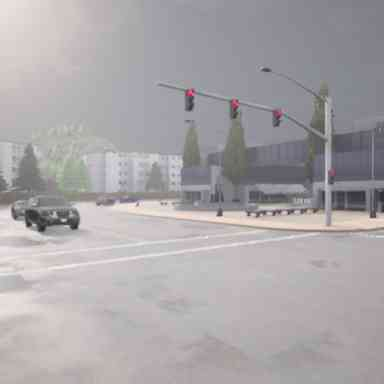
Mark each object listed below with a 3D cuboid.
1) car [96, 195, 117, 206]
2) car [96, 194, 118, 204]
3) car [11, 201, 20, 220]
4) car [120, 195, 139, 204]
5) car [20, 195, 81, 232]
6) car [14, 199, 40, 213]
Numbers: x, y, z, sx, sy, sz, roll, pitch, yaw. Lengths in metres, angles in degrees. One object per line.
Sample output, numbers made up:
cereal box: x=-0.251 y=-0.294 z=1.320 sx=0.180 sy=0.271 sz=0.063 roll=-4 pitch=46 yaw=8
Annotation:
car: x=-14.031 y=1.508 z=54.237 sx=2.033 sy=1.411 sz=5.357 roll=0 pitch=0 yaw=3
car: x=-16.137 y=1.306 z=63.231 sx=2.097 sy=1.767 sz=4.553 roll=0 pitch=0 yaw=15
car: x=-14.408 y=1.482 z=28.679 sx=2.128 sy=1.511 sz=4.902 roll=0 pitch=0 yaw=-31
car: x=-12.122 y=1.423 z=64.702 sx=1.882 sy=1.535 sz=5.008 roll=0 pitch=0 yaw=20
car: x=-8.715 y=1.212 z=20.516 sx=2.150 sy=2.045 sz=5.566 roll=0 pitch=0 yaw=-37
car: x=-18.690 y=1.551 z=37.770 sx=1.994 sy=1.385 sz=4.181 roll=0 pitch=0 yaw=-17
